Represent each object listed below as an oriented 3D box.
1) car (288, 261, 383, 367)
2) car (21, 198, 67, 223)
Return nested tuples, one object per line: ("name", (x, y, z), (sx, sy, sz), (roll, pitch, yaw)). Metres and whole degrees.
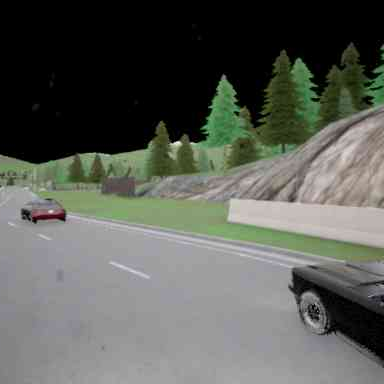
("car", (3.011, 1.465, 3.615), (1.895, 1.301, 4.718), (-1, 2, -15))
("car", (-9.436, 1.097, 21.036), (1.994, 1.385, 4.181), (-2, 2, -37))
